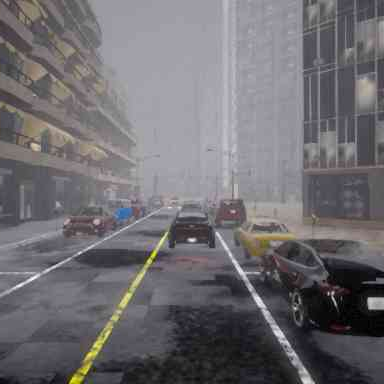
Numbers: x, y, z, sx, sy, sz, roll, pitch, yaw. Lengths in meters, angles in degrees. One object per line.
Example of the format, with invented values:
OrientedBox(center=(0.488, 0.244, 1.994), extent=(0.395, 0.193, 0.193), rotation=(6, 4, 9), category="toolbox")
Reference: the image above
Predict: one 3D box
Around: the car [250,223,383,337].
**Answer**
OrientedBox(center=(2.571, 1.565, 6.630), extent=(1.947, 1.339, 4.313), rotation=(0, 0, 0), category="car")

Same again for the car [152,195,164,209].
OrientedBox(center=(-5.309, 1.477, 45.375), extent=(1.967, 1.590, 4.097), rotation=(0, 0, 0), category="car")

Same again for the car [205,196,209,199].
OrientedBox(center=(2.570, 1.554, 40.017), extent=(1.752, 1.417, 4.829), rotation=(0, 0, 0), category="car")

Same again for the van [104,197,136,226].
OrientedBox(center=(-5.308, 1.351, 23.231), extent=(1.690, 1.788, 3.998), rotation=(0, 0, 0), category="van")

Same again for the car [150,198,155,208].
OrientedBox(center=(-5.310, 1.571, 34.304), extent=(2.008, 1.369, 4.403), rotation=(0, 0, 0), category="car")

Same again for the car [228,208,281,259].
OrientedBox(center=(2.571, 1.528, 12.337), extent=(1.752, 1.417, 4.829), rotation=(0, 0, 0), category="car")

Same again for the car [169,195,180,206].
OrientedBox(center=(-2.750, 1.567, 54.652), extent=(1.882, 1.535, 5.008), rotation=(0, 0, 0), category="car")

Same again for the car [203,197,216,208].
OrientedBox(center=(2.570, 1.573, 51.087), extent=(1.752, 1.417, 4.829), rotation=(0, 0, 0), category="car")

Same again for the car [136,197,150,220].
OrientedBox(center=(-5.308, 1.330, 28.767), extent=(2.192, 1.841, 5.009), rotation=(0, 0, 0), category="car")

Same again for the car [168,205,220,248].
OrientedBox(center=(0.000, 1.521, 14.651), extent=(1.837, 1.490, 4.892), rotation=(0, 0, 0), category="car")

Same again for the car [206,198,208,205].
OrientedBox(center=(2.570, 1.602, 34.311), extent=(1.802, 1.307, 4.206), rotation=(0, 0, 0), category="car")

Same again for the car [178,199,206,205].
OrientedBox(center=(0.000, 1.533, 29.651), extent=(1.837, 1.490, 4.892), rotation=(0, 0, 0), category="car")

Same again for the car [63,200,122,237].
OrientedBox(center=(-5.309, 1.446, 17.694), extent=(1.967, 1.590, 4.097), rotation=(0, 0, 0), category="car")

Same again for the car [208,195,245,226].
OrientedBox(center=(2.572, 1.325, 23.238), extent=(2.192, 1.841, 5.009), rotation=(0, 0, 0), category="car")

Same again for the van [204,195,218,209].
OrientedBox(center=(2.571, 1.378, 45.381), extent=(1.690, 1.788, 3.998), rotation=(0, 0, 0), category="van")
